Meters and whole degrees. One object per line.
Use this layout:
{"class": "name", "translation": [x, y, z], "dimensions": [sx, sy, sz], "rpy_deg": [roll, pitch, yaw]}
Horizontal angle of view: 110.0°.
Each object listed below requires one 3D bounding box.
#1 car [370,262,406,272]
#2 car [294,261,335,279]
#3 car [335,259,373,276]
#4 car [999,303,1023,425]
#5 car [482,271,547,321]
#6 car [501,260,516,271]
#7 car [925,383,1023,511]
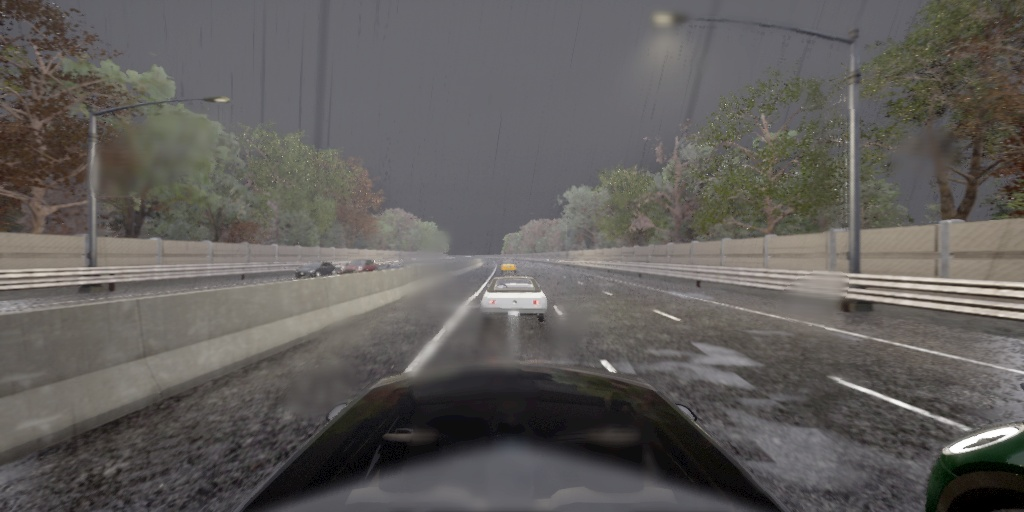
{"class": "car", "translation": [-10.885, 1.362, 32.763], "dimensions": [1.895, 1.301, 4.718], "rpy_deg": [0, 0, -1]}
{"class": "car", "translation": [-17.888, 1.265, 32.909], "dimensions": [1.837, 1.490, 4.892], "rpy_deg": [0, 0, -1]}
{"class": "car", "translation": [-14.406, 1.112, 33.987], "dimensions": [2.097, 1.767, 4.553], "rpy_deg": [0, 0, -1]}
{"class": "car", "translation": [7.096, 1.296, 1.796], "dimensions": [2.033, 1.411, 5.357], "rpy_deg": [0, 0, 0]}
{"class": "car", "translation": [0.059, 1.355, 12.421], "dimensions": [1.895, 1.301, 4.718], "rpy_deg": [0, 0, 0]}
{"class": "car", "translation": [-0.439, 1.223, 44.680], "dimensions": [1.801, 1.575, 5.366], "rpy_deg": [0, 0, -1]}
{"class": "car", "translation": [3.591, 1.099, 0.267], "dimensions": [2.097, 1.767, 4.553], "rpy_deg": [0, 0, 0]}
